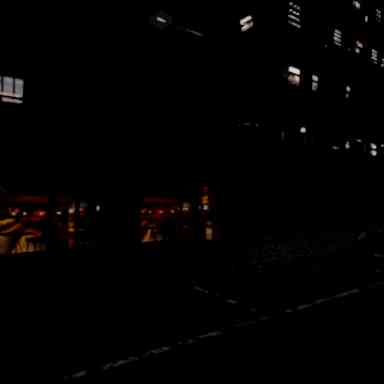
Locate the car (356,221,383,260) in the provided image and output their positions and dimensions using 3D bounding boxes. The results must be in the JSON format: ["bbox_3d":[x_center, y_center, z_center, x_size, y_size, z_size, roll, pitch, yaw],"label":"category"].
[{"bbox_3d":[7.755,1.583,12.093,4.097,1.590,1.967,1,0,-35],"label":"car"}]
